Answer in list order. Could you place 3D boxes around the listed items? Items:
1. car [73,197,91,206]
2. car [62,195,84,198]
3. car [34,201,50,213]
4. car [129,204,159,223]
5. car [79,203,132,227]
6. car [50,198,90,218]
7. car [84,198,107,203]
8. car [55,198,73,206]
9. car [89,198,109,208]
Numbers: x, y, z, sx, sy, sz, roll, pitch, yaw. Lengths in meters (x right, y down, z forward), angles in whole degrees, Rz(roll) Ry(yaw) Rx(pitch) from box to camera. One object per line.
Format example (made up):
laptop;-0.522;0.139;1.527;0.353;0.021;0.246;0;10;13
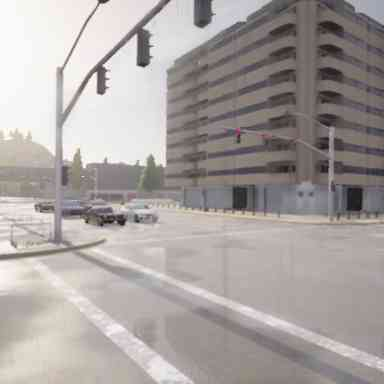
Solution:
car;-21.140;1.776;63.749;1.882;1.535;5.008;1;-1;-35
car;-15.976;1.431;44.028;2.150;2.045;5.566;1;-1;-35
car;-17.808;1.767;40.552;1.895;1.301;4.718;1;0;-35
car;-4.546;1.733;27.892;1.812;1.442;4.674;1;0;-35
car;-6.493;1.765;24.557;1.895;1.301;4.718;1;0;-35
car;-11.906;1.643;32.204;1.882;1.535;5.008;1;0;-35
car;-9.904;1.713;35.433;1.837;1.490;4.892;1;0;-35
car;-23.549;1.819;61.094;1.994;1.385;4.181;1;-1;-35
car;-15.743;1.823;56.125;1.812;1.442;4.674;1;0;-35
